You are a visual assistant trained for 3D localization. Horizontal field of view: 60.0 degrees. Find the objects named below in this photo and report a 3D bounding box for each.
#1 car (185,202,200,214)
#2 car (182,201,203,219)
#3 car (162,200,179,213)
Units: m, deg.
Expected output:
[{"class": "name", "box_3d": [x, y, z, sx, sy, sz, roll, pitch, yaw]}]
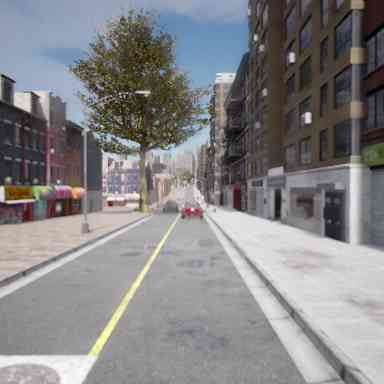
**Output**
[{"class": "car", "box_3d": [0.028, 2.086, 44.193, 1.837, 1.490, 4.892, 0, -1, 0]}, {"class": "car", "box_3d": [0.036, 1.739, 33.791, 2.097, 1.767, 4.553, 0, -1, 0]}, {"class": "car", "box_3d": [-2.913, 1.972, 46.149, 2.097, 1.767, 4.553, 0, -1, 0]}]
